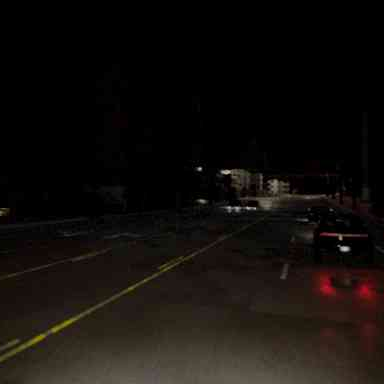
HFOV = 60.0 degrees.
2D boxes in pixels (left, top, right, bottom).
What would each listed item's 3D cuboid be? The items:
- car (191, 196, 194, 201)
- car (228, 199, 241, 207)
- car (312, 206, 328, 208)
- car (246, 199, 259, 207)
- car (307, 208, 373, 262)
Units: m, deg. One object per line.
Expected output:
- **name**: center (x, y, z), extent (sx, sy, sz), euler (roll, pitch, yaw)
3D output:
- **car**: center (-0.908, 1.536, 85.814), extent (1.970, 1.475, 3.806), euler (0, 1, 19)
- **car**: center (8.360, 2.115, 64.890), extent (1.837, 1.490, 4.892), euler (0, 1, 19)
- **car**: center (10.391, 1.851, 26.990), extent (1.994, 1.385, 4.181), euler (0, -1, 19)
- **car**: center (11.704, 2.148, 63.843), extent (2.033, 1.411, 5.357), euler (0, 0, 19)
- **car**: center (5.602, 1.606, 12.786), extent (2.128, 1.511, 4.902), euler (0, -1, 19)
